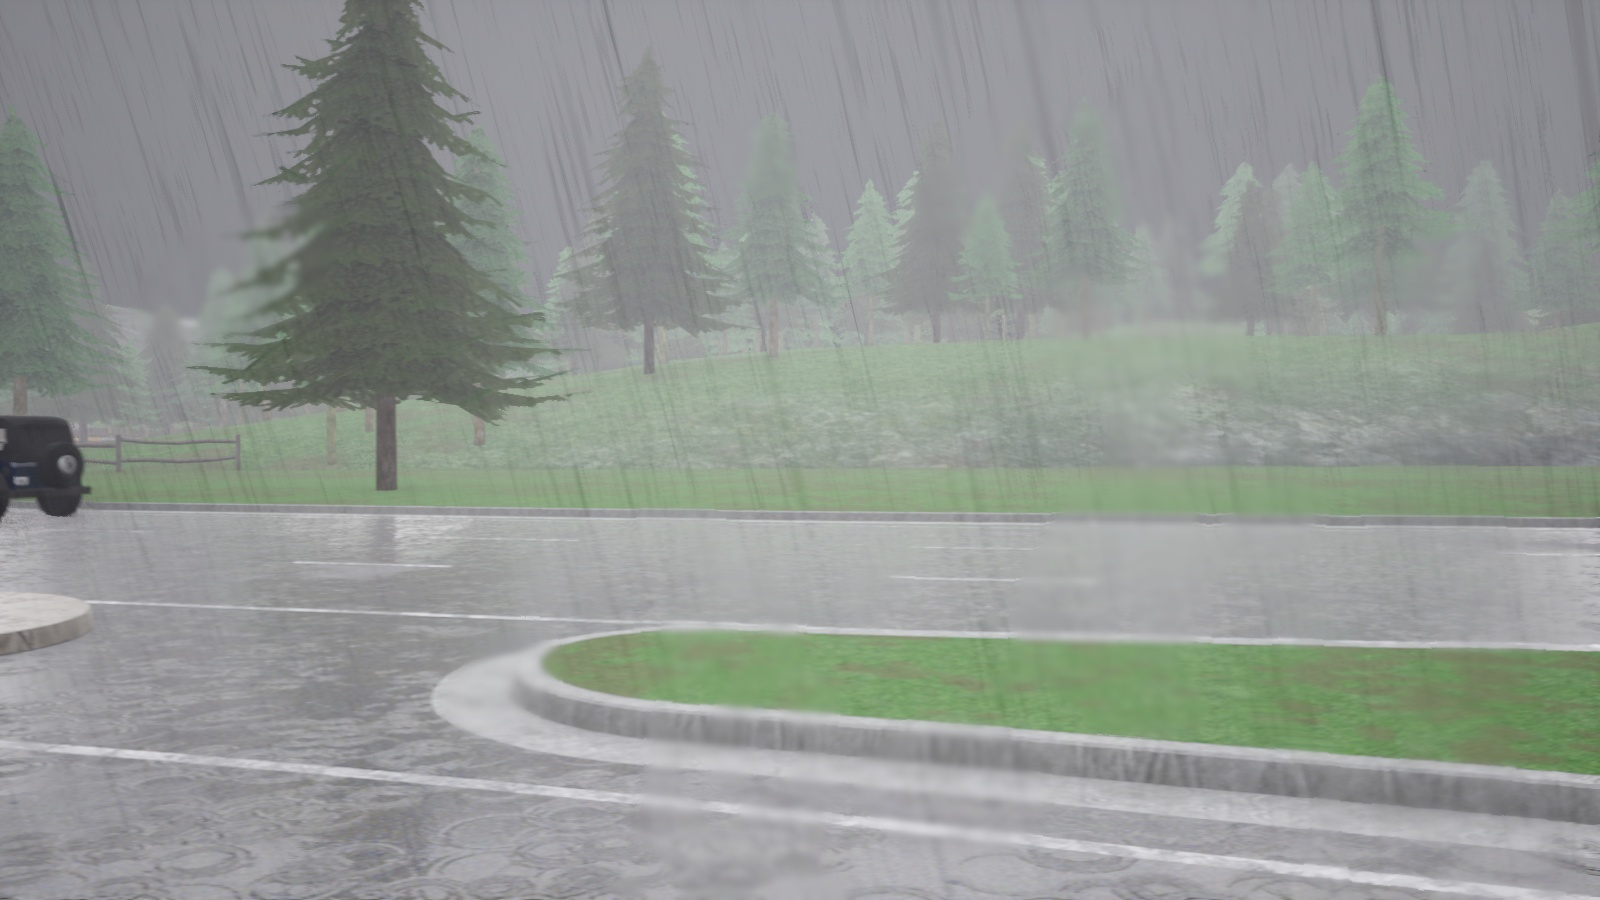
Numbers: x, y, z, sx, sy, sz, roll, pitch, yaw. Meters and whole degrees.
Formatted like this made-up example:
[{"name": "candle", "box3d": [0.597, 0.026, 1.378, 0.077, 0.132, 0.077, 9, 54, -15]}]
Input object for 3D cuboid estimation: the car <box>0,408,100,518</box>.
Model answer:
[{"name": "car", "box3d": [-15.159, 0.197, 22.973, 3.866, 1.878, 1.905, 0, 1, 15]}]
